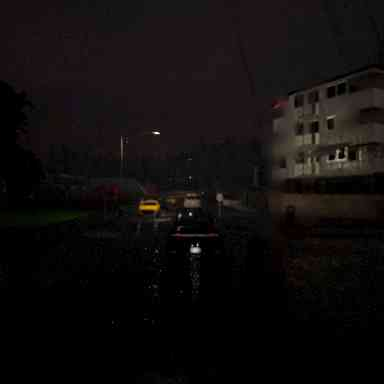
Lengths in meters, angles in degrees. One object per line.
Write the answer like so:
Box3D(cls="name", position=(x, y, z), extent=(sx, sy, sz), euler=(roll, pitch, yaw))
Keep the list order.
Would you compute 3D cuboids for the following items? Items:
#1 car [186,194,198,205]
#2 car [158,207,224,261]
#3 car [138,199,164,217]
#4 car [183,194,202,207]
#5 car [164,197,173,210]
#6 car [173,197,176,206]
Box3D(cls="car", position=(0.061, 1.427, 63.649), extent=(2.150, 2.045, 5.566), euler=(0, 0, 1))
Box3D(cls="car", position=(0.103, 1.531, 12.390), extent=(2.128, 1.511, 4.902), euler=(0, 0, 0))
Box3D(cls="car", position=(-4.068, 1.583, 32.684), extent=(1.882, 1.535, 5.008), euler=(0, 0, -2))
Box3D(cls="car", position=(0.113, 1.355, 41.586), extent=(2.150, 2.045, 5.566), euler=(0, 0, 0))
Box3D(cls="car", position=(-4.065, 1.690, 44.408), extent=(2.033, 1.411, 5.357), euler=(0, 0, 0))
Box3D(cls="car", position=(-3.990, 1.674, 61.338), extent=(1.882, 1.535, 5.008), euler=(0, 0, 0))
